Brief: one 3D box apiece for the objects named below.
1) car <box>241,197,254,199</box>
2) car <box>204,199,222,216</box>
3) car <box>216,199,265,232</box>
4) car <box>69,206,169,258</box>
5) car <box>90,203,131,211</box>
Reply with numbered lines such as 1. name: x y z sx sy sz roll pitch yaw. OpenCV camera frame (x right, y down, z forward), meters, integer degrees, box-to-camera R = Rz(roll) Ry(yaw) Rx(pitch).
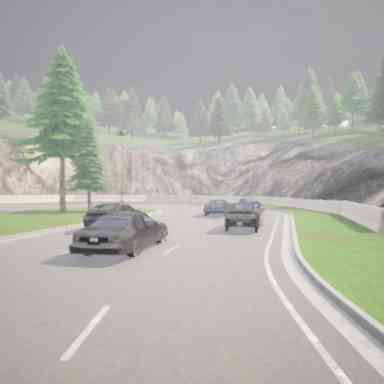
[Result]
1. car: 6.006 1.306 36.239 1.812 1.442 4.674 0 0 -8
2. car: 2.360 1.365 29.807 2.033 1.411 5.357 0 0 14
3. car: 3.071 1.374 19.211 2.128 1.511 4.902 0 0 16
4. car: -2.421 1.468 12.432 2.033 1.411 5.357 0 0 12
5. car: -4.249 1.383 18.867 1.837 1.490 4.892 0 0 15
